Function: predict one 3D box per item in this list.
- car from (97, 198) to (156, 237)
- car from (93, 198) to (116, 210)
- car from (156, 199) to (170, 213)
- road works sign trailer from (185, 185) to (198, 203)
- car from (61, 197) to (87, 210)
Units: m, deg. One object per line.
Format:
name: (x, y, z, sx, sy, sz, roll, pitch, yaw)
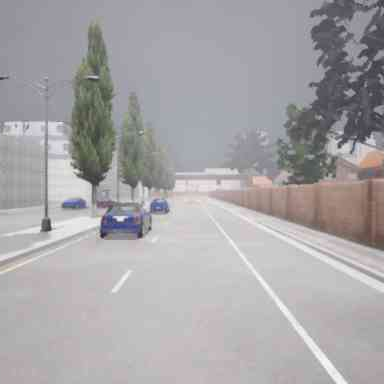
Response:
car: (-3.400, 1.335, 17.901, 2.097, 1.767, 4.553, 0, 0, 0)
car: (-11.519, 1.523, 43.982, 1.994, 1.385, 4.181, 0, 0, 1)
car: (-3.401, 1.444, 35.785, 1.882, 1.535, 5.008, 0, 0, 0)
road works sign trailer: (-0.001, 0.402, 66.102, 2.380, 3.560, 2.880, 0, 0, 0)
car: (-15.035, 1.437, 42.604, 1.882, 1.535, 5.008, 0, 0, 1)
